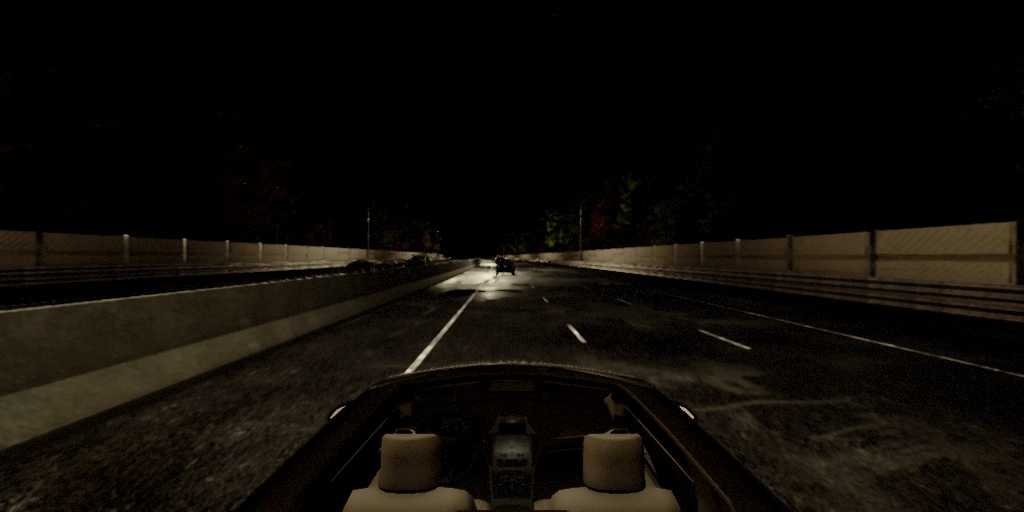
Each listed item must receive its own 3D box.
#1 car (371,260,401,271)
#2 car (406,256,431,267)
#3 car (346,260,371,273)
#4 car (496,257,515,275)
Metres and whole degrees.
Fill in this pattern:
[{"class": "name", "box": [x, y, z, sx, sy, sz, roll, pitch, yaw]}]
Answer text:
[{"class": "car", "box": [-15.023, 1.243, 43.921, 2.128, 1.511, 4.902, 0, 0, -2]}, {"class": "car", "box": [-11.545, 0.993, 44.757, 2.150, 2.045, 5.566, 0, 0, -2]}, {"class": "car", "box": [-18.515, 1.209, 43.752, 1.882, 1.535, 5.008, 0, 0, -2]}, {"class": "car", "box": [-0.768, 1.177, 40.542, 2.097, 1.767, 4.553, 0, 0, -1]}]
